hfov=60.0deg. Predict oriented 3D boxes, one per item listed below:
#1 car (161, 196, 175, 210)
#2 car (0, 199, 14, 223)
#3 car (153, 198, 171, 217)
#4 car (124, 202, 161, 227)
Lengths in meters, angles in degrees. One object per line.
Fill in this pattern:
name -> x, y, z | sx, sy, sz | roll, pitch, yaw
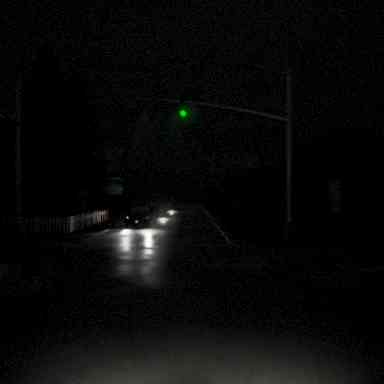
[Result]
car -> -3.568, 1.524, 47.465 | 2.150, 2.045, 5.566 | 0, -1, 0
car -> -14.520, 1.474, 24.464 | 1.905, 1.878, 3.866 | 0, 0, -1
car -> -3.583, 1.695, 34.186 | 1.882, 1.535, 5.008 | 0, 0, 0
car -> -3.588, 1.680, 24.006 | 1.812, 1.442, 4.674 | 0, 0, 0
